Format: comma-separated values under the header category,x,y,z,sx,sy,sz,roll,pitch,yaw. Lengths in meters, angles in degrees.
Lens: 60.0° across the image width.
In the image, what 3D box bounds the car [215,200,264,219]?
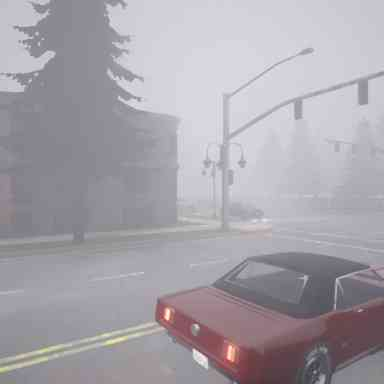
category,x,y,z,sx,sy,sz,roll,pitch,yaw
car,4.275,1.563,29.074,1.994,1.385,4.181,0,0,-33

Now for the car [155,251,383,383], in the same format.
category,x,y,z,sx,sy,sz,roll,pitch,yaw
car,1.941,1.601,5.014,4.718,1.301,1.895,0,0,-34

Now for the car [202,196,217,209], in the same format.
category,x,y,z,sx,sy,sz,roll,pitch,yaw
car,1.688,1.351,46.093,2.097,1.767,4.553,0,0,-33

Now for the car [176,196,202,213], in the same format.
category,x,y,z,sx,sy,sz,roll,pitch,yaw
car,-1.288,1.352,37.556,2.097,1.767,4.553,0,0,-33
